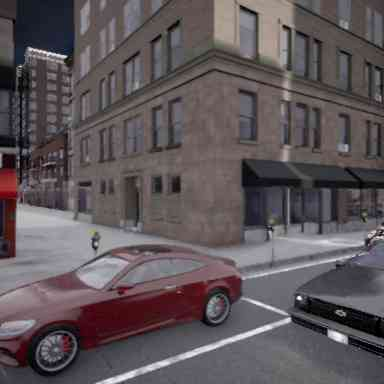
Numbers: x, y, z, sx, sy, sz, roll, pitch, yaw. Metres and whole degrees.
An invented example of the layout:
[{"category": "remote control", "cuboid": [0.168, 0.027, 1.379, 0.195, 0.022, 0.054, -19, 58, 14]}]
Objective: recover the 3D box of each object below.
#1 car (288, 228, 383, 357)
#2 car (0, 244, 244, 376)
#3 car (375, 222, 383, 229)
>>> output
[{"category": "car", "cuboid": [4.116, 1.559, 6.003, 5.357, 1.411, 2.033, 0, 0, -35]}, {"category": "car", "cuboid": [-0.973, 1.586, 5.505, 4.206, 1.307, 1.802, 0, 0, -35]}, {"category": "car", "cuboid": [7.994, 1.462, 11.891, 4.097, 1.590, 1.967, 0, 0, -35]}]
